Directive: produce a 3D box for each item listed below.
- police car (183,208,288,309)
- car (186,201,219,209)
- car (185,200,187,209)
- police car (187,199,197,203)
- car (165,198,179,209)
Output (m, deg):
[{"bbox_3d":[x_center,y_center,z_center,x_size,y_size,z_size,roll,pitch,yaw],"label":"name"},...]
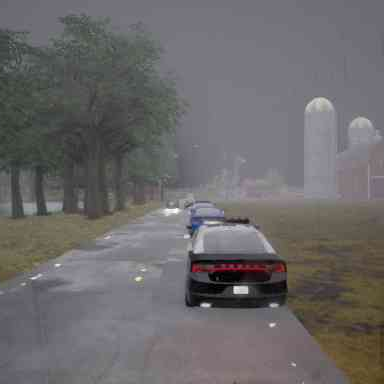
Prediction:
[{"bbox_3d":[0.811,1.429,8.119,1.930,1.638,5.238,0,0,0],"label":"police car"},{"bbox_3d":[0.794,1.490,18.010,1.882,1.535,5.008,0,0,0],"label":"car"},{"bbox_3d":[-0.054,1.706,47.076,1.895,1.301,4.718,0,0,1],"label":"car"},{"bbox_3d":[0.783,1.446,24.120,1.930,1.638,5.238,0,0,0],"label":"police car"},{"bbox_3d":[-2.835,1.603,48.232,2.128,1.511,4.902,0,0,0],"label":"car"}]
